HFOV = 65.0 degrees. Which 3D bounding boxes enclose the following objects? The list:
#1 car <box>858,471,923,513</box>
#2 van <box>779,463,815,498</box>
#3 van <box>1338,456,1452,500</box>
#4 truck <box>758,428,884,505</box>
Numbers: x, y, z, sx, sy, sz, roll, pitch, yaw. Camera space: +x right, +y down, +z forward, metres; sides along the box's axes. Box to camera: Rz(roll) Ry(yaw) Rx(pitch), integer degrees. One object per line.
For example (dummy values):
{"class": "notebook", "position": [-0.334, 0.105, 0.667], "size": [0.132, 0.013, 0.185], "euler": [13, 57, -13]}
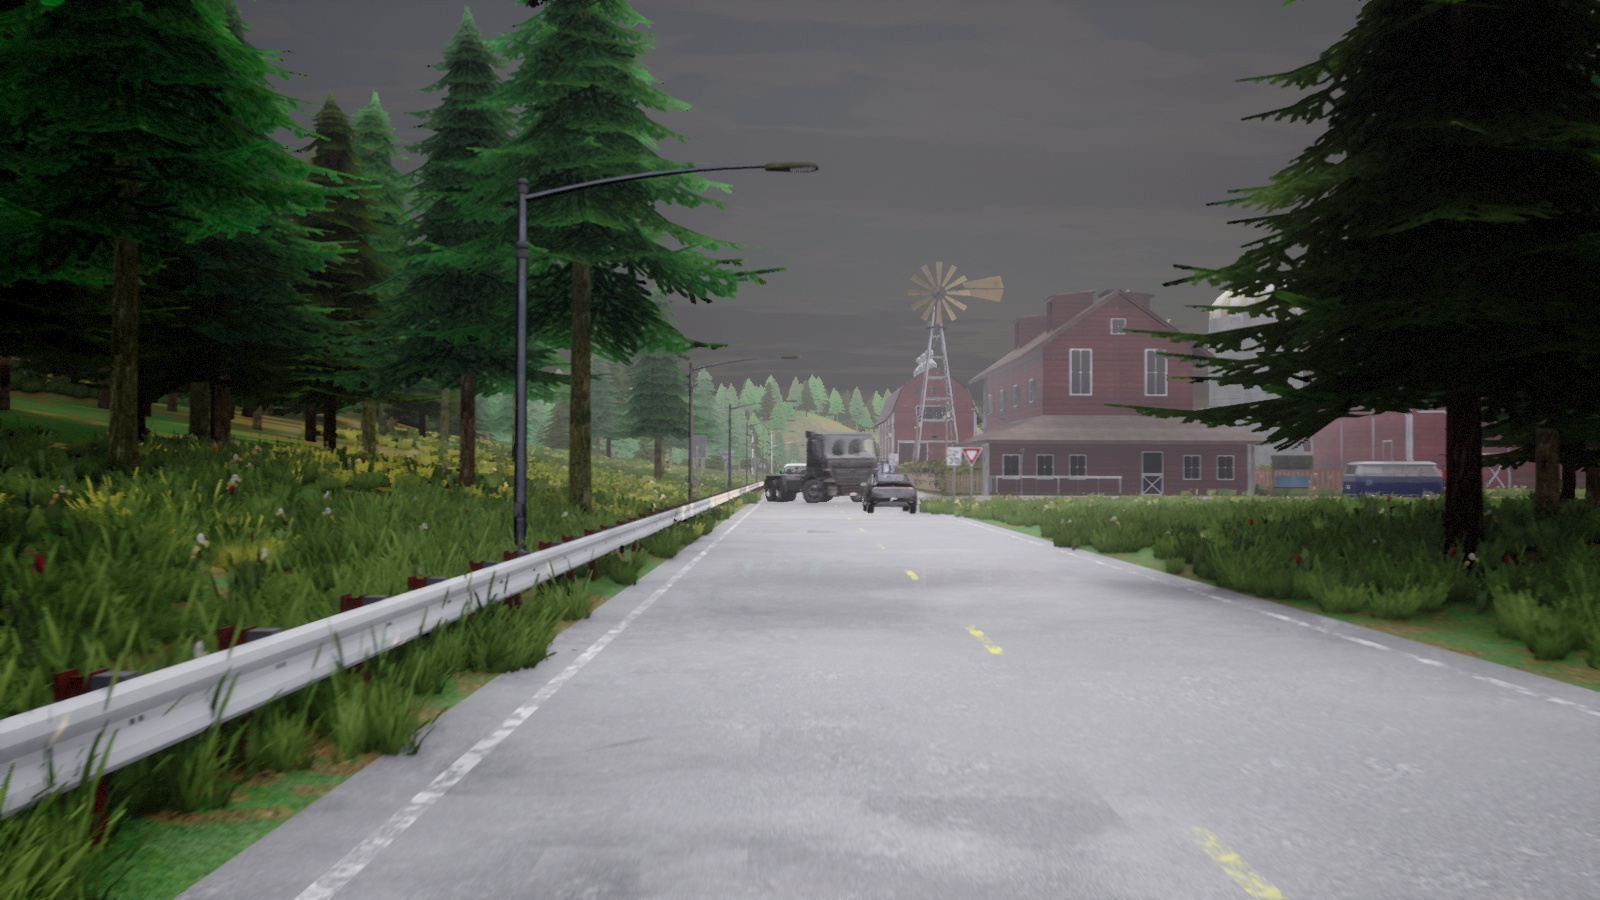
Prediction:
{"class": "car", "position": [3.384, 1.558, 47.857], "size": [2.128, 1.511, 4.902], "euler": [0, -1, 0]}
{"class": "van", "position": [-0.185, 1.808, 75.879], "size": [2.069, 2.038, 4.480], "euler": [0, -1, 0]}
{"class": "van", "position": [27.593, 1.293, 58.307], "size": [4.442, 1.987, 1.775], "euler": [0, -1, 0]}
{"class": "truck", "position": [0.867, 0.822, 61.269], "size": [2.891, 3.462, 7.936], "euler": [-1, -1, -25]}
